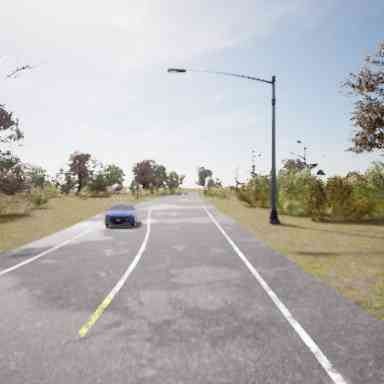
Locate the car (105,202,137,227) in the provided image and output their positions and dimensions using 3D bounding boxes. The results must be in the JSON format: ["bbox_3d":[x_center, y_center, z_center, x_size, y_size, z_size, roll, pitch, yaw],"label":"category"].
[{"bbox_3d":[-4.797,1.470,22.881,1.882,1.535,5.008,0,0,-7],"label":"car"}]
